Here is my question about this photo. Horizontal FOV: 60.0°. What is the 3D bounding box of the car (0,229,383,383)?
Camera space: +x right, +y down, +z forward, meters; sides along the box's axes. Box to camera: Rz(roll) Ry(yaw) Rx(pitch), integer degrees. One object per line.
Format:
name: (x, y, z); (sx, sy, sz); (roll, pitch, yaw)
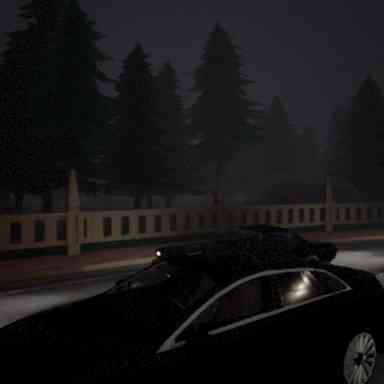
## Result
car: (0.222, 1.476, 3.744); (4.902, 1.511, 2.128); (0, 0, -32)

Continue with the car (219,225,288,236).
car: (1.414, 1.558, 8.504); (4.718, 1.301, 1.895); (0, 0, -29)
